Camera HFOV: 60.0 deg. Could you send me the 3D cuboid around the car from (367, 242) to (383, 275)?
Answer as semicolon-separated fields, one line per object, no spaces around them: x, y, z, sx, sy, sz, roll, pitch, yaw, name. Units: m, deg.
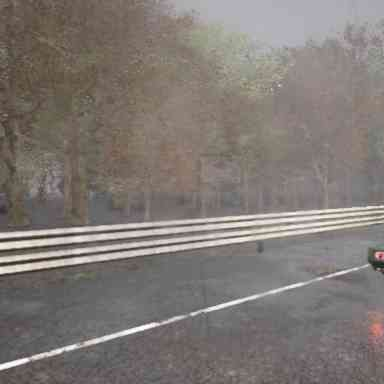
6.627;1.508;8.657;4.718;1.301;1.895;-1;0;-36;car
